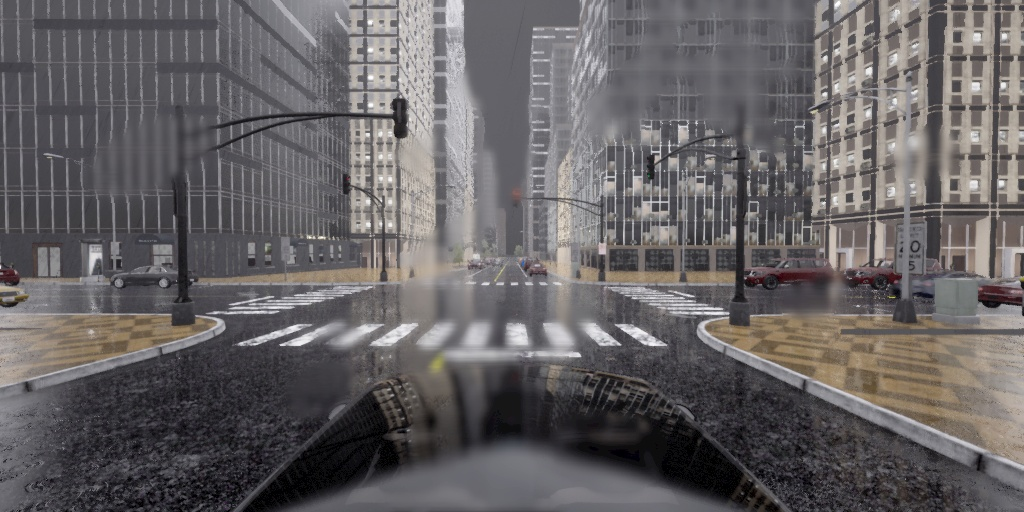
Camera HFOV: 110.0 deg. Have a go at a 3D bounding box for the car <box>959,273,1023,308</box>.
[{"bbox_3d":[20.186,1.417,13.513,4.207,1.307,1.802,0,0,0],"label":"car"}]

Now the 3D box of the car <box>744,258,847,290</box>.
[{"bbox_3d":[16.570,1.024,21.645,5.009,1.841,2.192,0,0,0],"label":"car"}]

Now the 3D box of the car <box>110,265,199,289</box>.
[{"bbox_3d":[-21.440,1.205,21.575,4.403,1.370,2.007,0,0,0],"label":"car"}]

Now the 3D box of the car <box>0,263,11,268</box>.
[{"bbox_3d":[-32.556,1.078,21.484,4.097,1.591,1.967,0,0,0],"label":"car"}]

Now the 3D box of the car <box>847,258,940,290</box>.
[{"bbox_3d":[22.902,1.032,21.656,5.009,1.841,2.192,0,0,0],"label":"car"}]

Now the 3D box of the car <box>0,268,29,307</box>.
[{"bbox_3d":[-21.256,1.301,13.437,4.829,1.417,1.751,0,0,0],"label":"car"}]

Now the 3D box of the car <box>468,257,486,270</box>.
[{"bbox_3d":[-5.292,1.168,52.338,1.967,1.591,4.097,0,0,0],"label":"car"}]

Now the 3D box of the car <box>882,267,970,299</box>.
[{"bbox_3d":[19.946,1.363,16.196,4.181,1.385,1.994,0,1,0],"label":"car"}]

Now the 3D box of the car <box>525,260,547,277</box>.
[{"bbox_3d":[2.547,1.319,35.785,1.802,1.307,4.207,0,0,0],"label":"car"}]

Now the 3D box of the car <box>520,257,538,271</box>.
[{"bbox_3d":[2.574,1.046,46.834,2.192,1.841,5.009,0,0,0],"label":"car"}]

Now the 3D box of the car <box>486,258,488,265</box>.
[{"bbox_3d":[-5.290,1.307,57.862,1.802,1.307,4.207,0,0,0],"label":"car"}]
